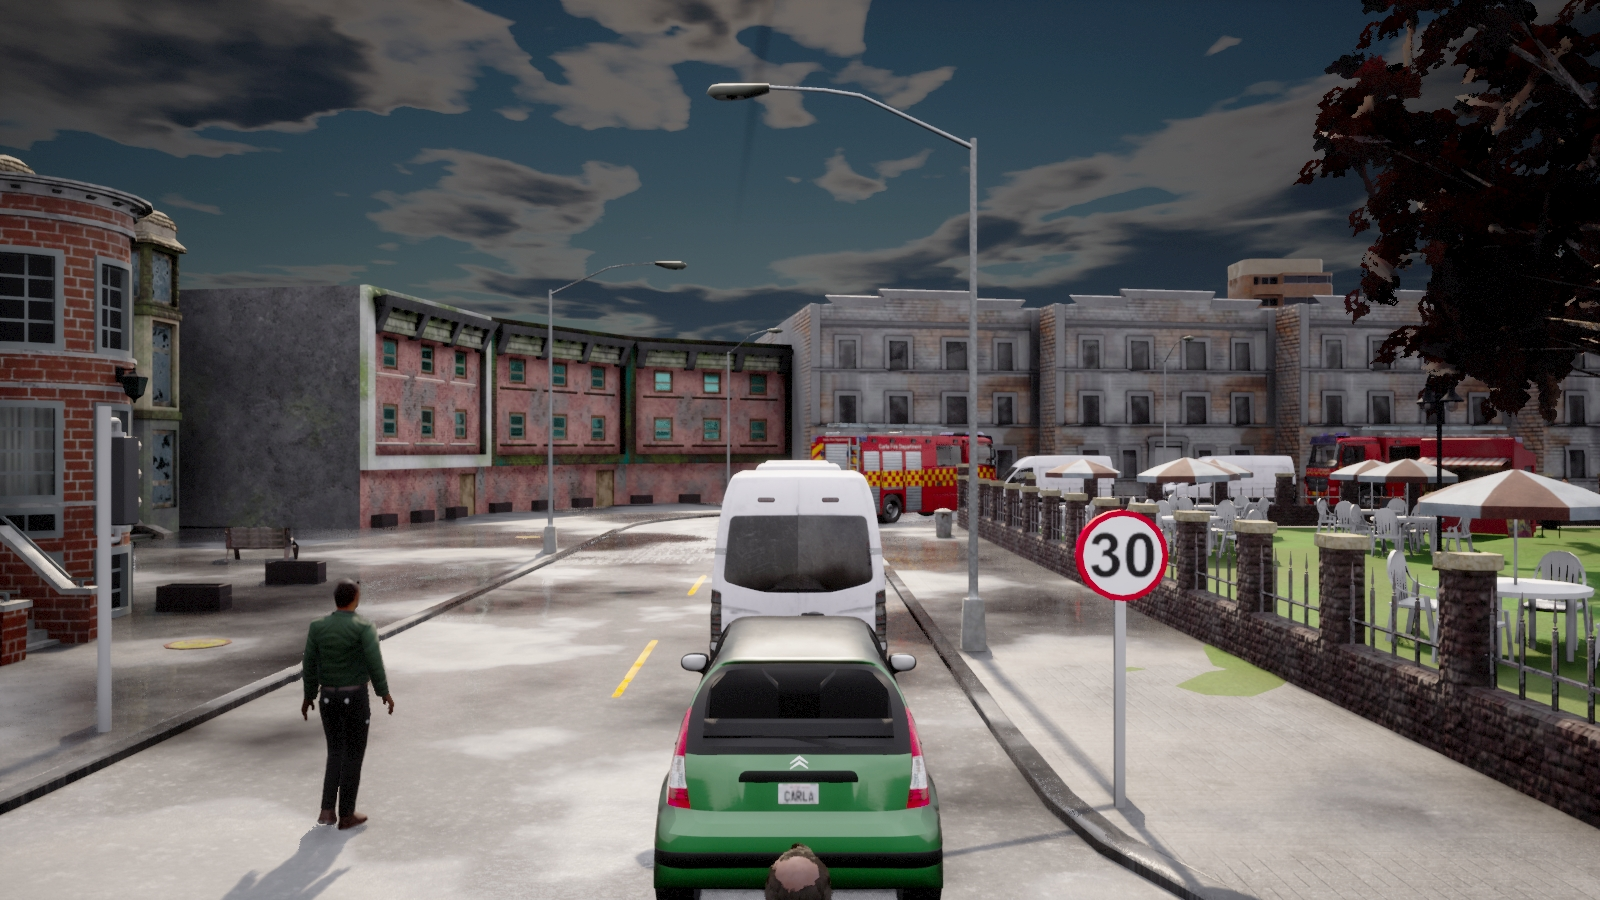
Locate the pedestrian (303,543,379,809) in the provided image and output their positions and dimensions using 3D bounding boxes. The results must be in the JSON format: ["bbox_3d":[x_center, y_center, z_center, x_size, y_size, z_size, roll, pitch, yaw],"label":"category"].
[{"bbox_3d":[-3.354,1.628,8.363,0.375,1.860,0.375,0,0,8],"label":"pedestrian"}]

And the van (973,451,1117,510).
[{"bbox_3d":[10.768,1.314,50.430,5.915,2.561,1.988,0,0,0],"label":"van"}]

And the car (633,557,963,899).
[{"bbox_3d":[-0.015,1.779,8.404,1.851,1.617,3.988,0,0,0],"label":"car"}]

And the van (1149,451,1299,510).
[{"bbox_3d":[18.656,1.314,50.452,5.915,2.561,1.988,0,0,0],"label":"van"}]

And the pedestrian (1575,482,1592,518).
[{"bbox_3d":[28.604,1.805,41.704,0.375,1.300,0.375,0,0,0],"label":"pedestrian"}]

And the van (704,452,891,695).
[{"bbox_3d":[-0.025,1.315,15.105,1.988,2.561,5.915,0,0,0],"label":"van"}]

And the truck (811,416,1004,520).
[{"bbox_3d":[4.502,0.672,46.247,8.468,3.827,2.891,0,0,-43],"label":"truck"}]

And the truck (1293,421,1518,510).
[{"bbox_3d":[26.739,0.670,50.713,8.468,3.827,2.891,0,0,0],"label":"truck"}]
